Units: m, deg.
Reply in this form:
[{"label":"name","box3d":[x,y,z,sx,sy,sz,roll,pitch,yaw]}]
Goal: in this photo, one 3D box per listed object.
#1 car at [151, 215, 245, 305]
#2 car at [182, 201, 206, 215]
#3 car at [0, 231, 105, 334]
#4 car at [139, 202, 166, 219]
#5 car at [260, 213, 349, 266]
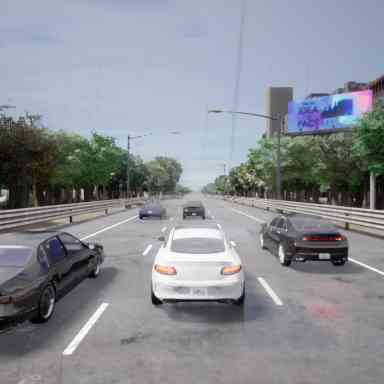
[{"label":"car","box3d":[0.119,1.526,7.976,1.812,1.442,4.674,0,0,0]},{"label":"car","box3d":[0.171,1.504,28.580,1.837,1.490,4.892,0,0,0]},{"label":"car","box3d":[-3.383,1.547,7.083,2.033,1.411,5.357,0,0,0]},{"label":"car","box3d":[-3.331,1.563,28.630,1.994,1.385,4.181,0,0,0]},{"label":"car","box3d":[3.628,1.504,11.519,1.837,1.490,4.892,0,0,0]}]
